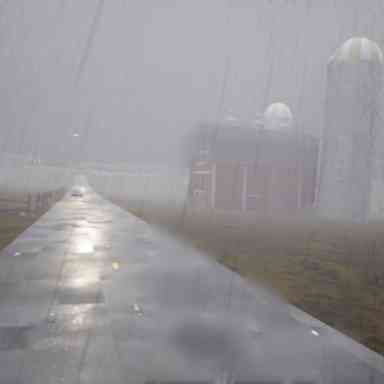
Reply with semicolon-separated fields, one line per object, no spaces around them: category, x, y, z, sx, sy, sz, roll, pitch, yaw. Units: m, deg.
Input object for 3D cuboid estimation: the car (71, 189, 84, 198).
car;-18.950;0.241;54.770;2.033;1.411;5.357;4;0;-19
